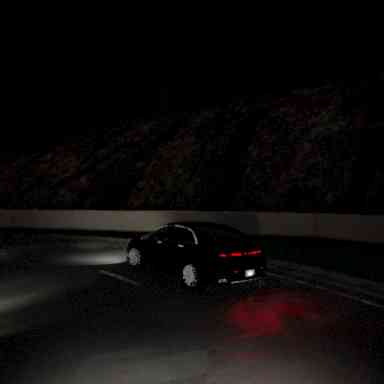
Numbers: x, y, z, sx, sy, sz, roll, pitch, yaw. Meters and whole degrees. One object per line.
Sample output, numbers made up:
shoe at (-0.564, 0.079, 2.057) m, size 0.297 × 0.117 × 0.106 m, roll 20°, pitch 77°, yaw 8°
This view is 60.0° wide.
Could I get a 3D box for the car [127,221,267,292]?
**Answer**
car at (-0.135, 1.583, 9.397) m, size 1.837 × 1.490 × 4.892 m, roll 2°, pitch -2°, yaw -36°
